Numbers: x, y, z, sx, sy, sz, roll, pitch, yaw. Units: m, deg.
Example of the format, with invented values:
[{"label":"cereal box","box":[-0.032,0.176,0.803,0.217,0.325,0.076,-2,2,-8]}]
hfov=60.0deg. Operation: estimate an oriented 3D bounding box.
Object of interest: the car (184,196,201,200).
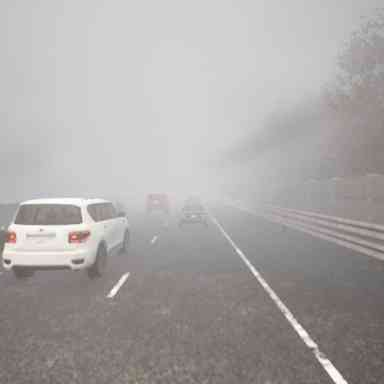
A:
[{"label":"car","box":[0.083,1.270,40.941,2.097,1.767,4.553,0,0,0]}]

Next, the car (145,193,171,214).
[{"label":"car","box":[-3.417,1.150,34.053,2.150,2.045,5.566,0,0,0]}]

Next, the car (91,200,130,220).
[{"label":"car","box":[-6.914,1.484,28.906,2.033,1.411,5.357,0,0,0]}]

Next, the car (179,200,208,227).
[{"label":"car","box":[0.091,1.495,22.344,2.033,1.411,5.357,0,0,0]}]

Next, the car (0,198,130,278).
[{"label":"car","box":[-3.406,1.194,10.185,2.150,2.045,5.566,0,0,0]}]
